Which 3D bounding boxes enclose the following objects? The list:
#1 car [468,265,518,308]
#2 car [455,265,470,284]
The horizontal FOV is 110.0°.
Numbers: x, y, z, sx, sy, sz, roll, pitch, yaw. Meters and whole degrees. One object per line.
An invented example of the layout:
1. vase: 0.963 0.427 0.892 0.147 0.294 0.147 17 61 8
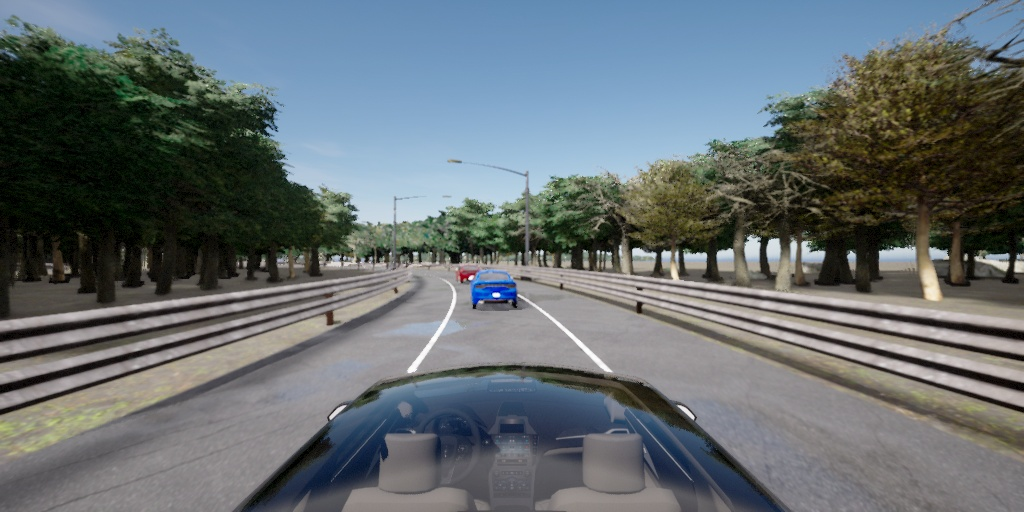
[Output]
1. car: -0.925 1.374 16.321 1.882 1.535 5.008 0 0 -7
2. car: -3.818 1.527 31.252 1.882 1.535 5.008 0 0 -15
